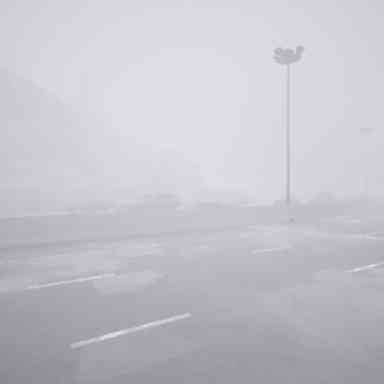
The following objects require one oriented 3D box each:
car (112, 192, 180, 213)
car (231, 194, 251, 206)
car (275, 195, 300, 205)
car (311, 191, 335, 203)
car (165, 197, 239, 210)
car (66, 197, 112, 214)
[{"bbox_3d":[-3.325,1.055,27.479,5.566,2.045,2.150,0,0,-37],"label":"car"},{"bbox_3d":[6.454,1.030,46.627,2.097,1.767,4.553,0,1,37],"label":"car"},{"bbox_3d":[12.272,1.161,42.723,1.882,1.535,5.008,0,0,37],"label":"car"},{"bbox_3d":[17.179,0.884,43.449,2.150,2.045,5.566,0,0,34],"label":"car"},{"bbox_3d":[0.861,1.375,26.237,5.357,1.411,2.033,0,0,-38],"label":"car"},{"bbox_3d":[-9.419,1.305,31.708,5.008,1.535,1.882,-1,1,-36],"label":"car"}]
